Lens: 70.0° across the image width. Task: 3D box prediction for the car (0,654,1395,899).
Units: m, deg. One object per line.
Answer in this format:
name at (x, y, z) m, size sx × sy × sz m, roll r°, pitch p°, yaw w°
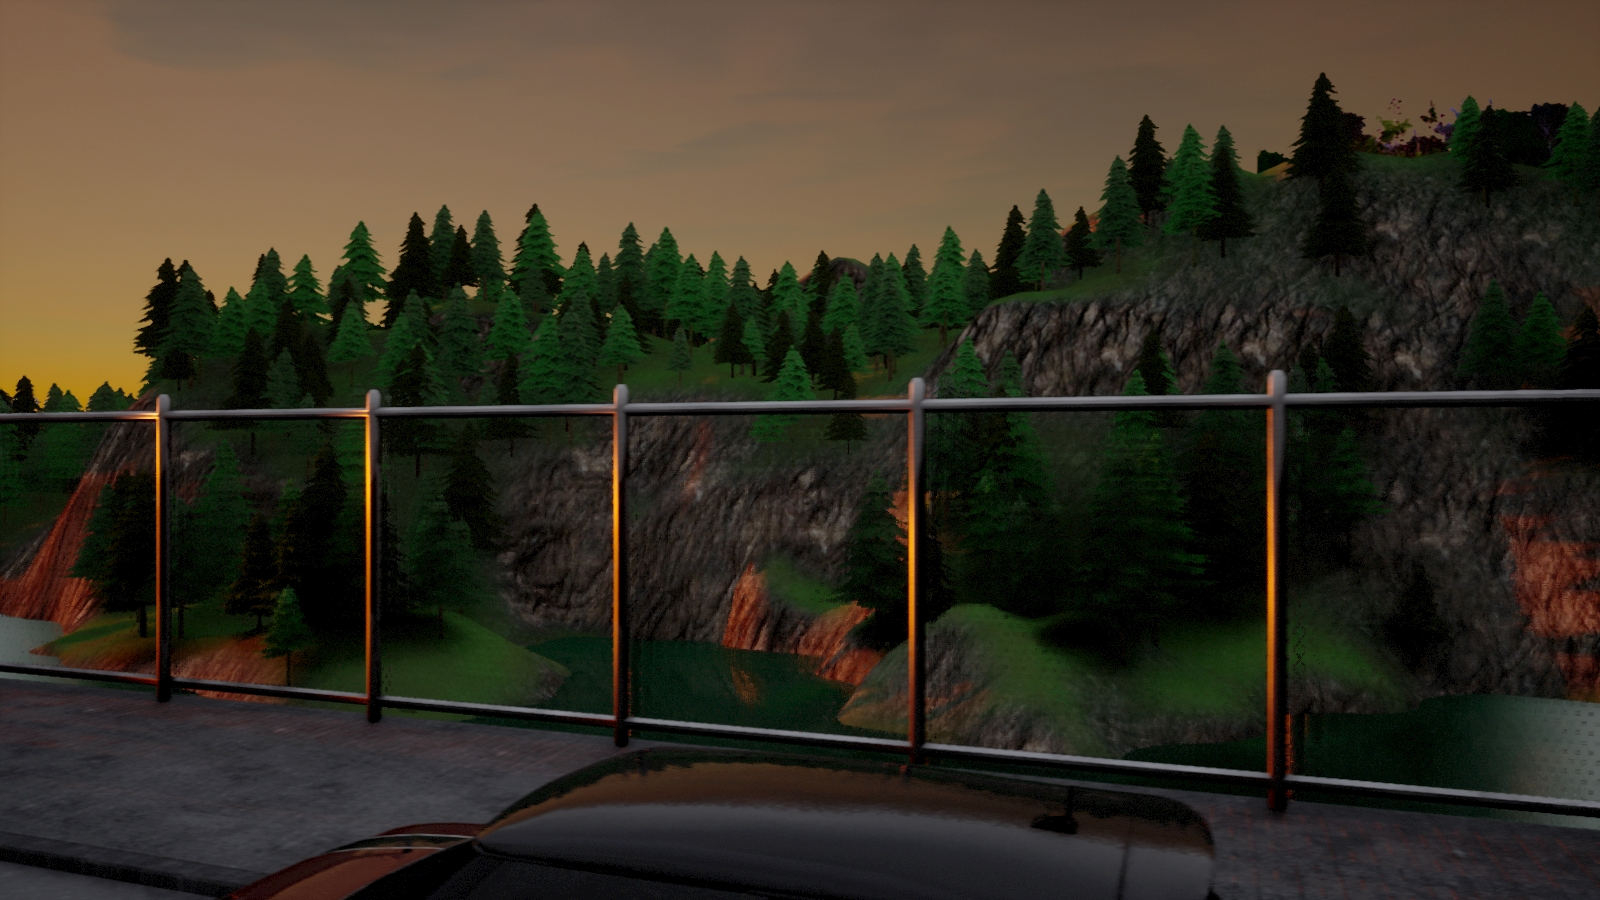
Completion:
car at (-0.574, 1.906, 3.980) m, size 4.553 × 1.767 × 2.097 m, roll 0°, pitch 0°, yaw 19°
